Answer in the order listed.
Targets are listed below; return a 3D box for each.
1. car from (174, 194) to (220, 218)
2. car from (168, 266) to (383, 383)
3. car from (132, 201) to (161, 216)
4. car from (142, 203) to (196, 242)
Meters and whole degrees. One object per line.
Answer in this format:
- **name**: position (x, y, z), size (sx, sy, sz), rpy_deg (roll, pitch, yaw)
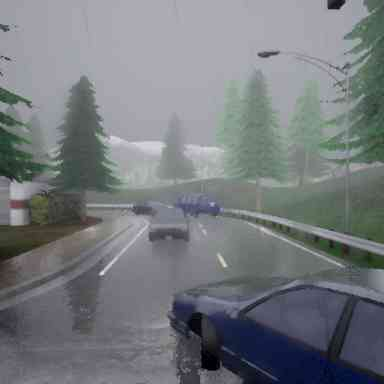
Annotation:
- **car**: position (0.242, 1.200, 29.855), size (2.150, 2.045, 5.566), rpy_deg (2, -1, -31)
- **car**: position (1.797, 1.546, 3.353), size (2.033, 1.411, 5.357), rpy_deg (-1, 0, -34)
- **car**: position (-3.567, 1.505, 29.896), size (2.033, 1.411, 5.357), rpy_deg (0, 0, -34)
- **car**: position (-1.043, 1.519, 16.491), size (2.033, 1.411, 5.357), rpy_deg (0, 0, -2)
